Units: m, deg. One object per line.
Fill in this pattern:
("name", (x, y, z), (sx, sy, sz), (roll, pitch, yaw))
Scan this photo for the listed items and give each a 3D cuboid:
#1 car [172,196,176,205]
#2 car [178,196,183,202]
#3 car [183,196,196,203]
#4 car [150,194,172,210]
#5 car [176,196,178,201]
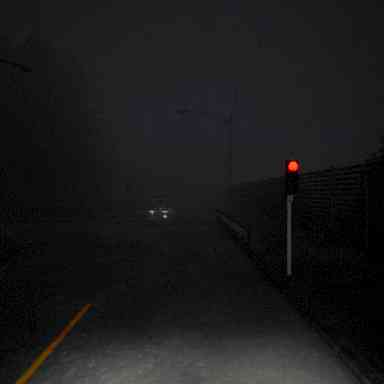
("car", (-4.247, 1.352, 54.117), (2.097, 1.767, 4.553), (0, 0, 0))
("car", (-4.295, 1.540, 77.394), (5.357, 1.411, 2.033), (0, 0, 40))
("car", (-0.345, 1.505, 67.908), (1.837, 1.490, 4.892), (0, 0, -5))
("car", (-4.229, 1.221, 43.984), (2.150, 2.045, 5.566), (0, 0, 0))
("car", (-4.218, 1.526, 67.390), (1.812, 1.442, 4.674), (0, 0, -2))
